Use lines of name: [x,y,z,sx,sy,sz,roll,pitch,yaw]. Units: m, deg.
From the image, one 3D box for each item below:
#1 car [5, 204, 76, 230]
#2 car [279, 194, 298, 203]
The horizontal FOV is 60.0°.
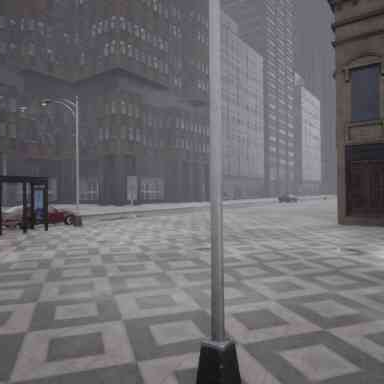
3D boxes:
car: [-9.330,1.430,20.314,1.812,1.442,4.674,-1,0,35]
car: [16.445,1.110,56.507,1.882,1.535,5.008,-1,0,35]
